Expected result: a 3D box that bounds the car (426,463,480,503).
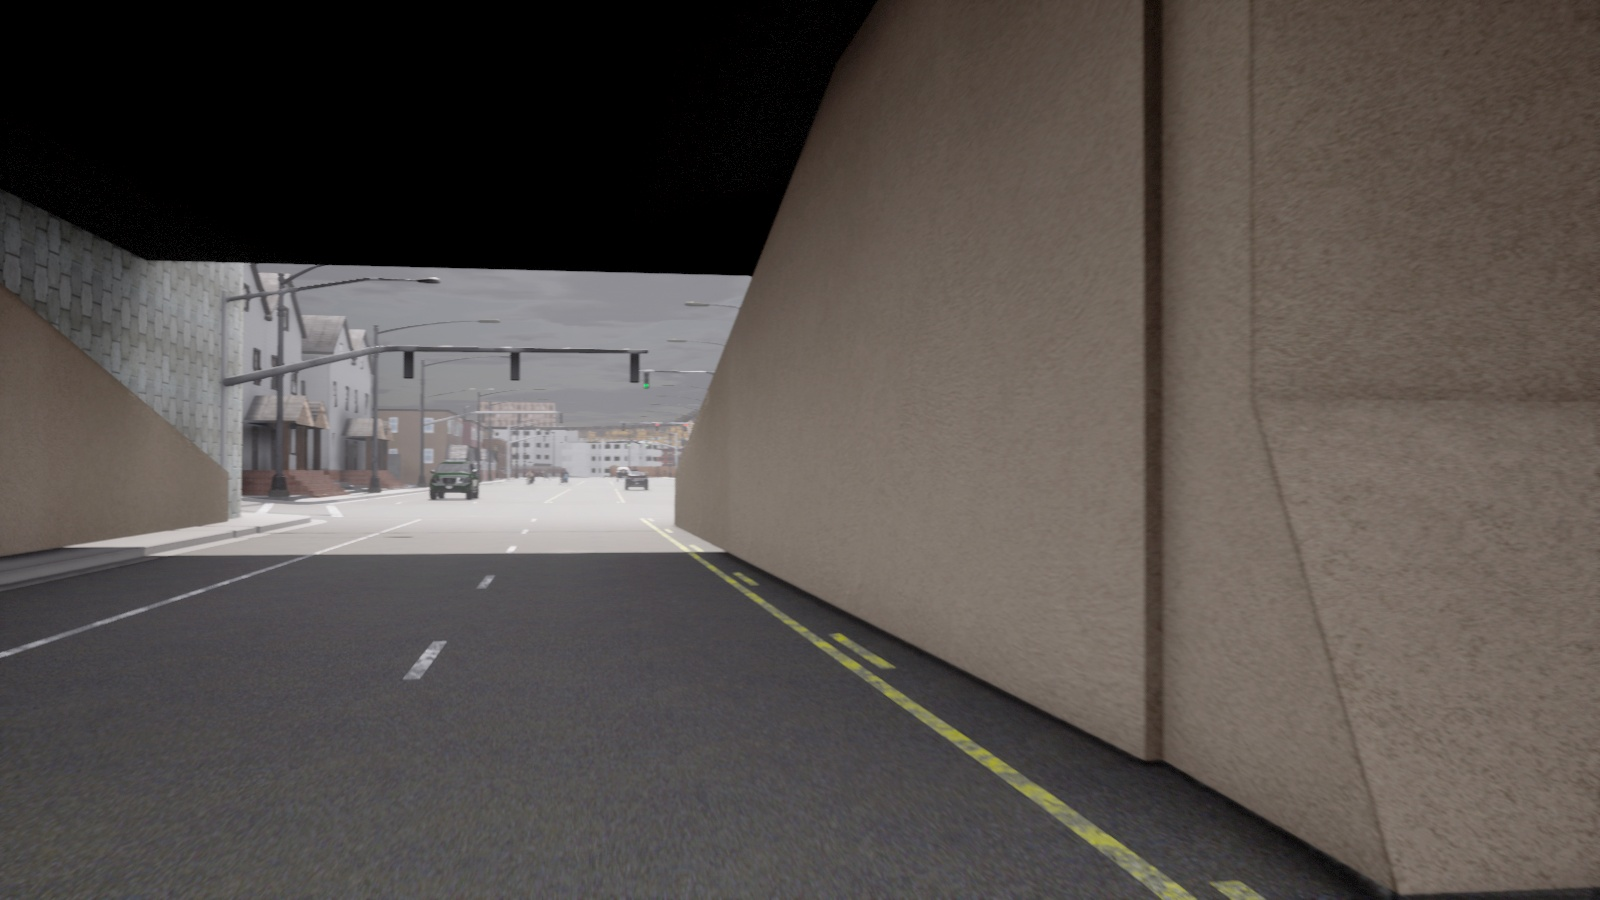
[{"bbox_3d":[-18.674,1.770,67.813,2.150,2.045,5.566,0,-1,-9],"label":"car"}]
